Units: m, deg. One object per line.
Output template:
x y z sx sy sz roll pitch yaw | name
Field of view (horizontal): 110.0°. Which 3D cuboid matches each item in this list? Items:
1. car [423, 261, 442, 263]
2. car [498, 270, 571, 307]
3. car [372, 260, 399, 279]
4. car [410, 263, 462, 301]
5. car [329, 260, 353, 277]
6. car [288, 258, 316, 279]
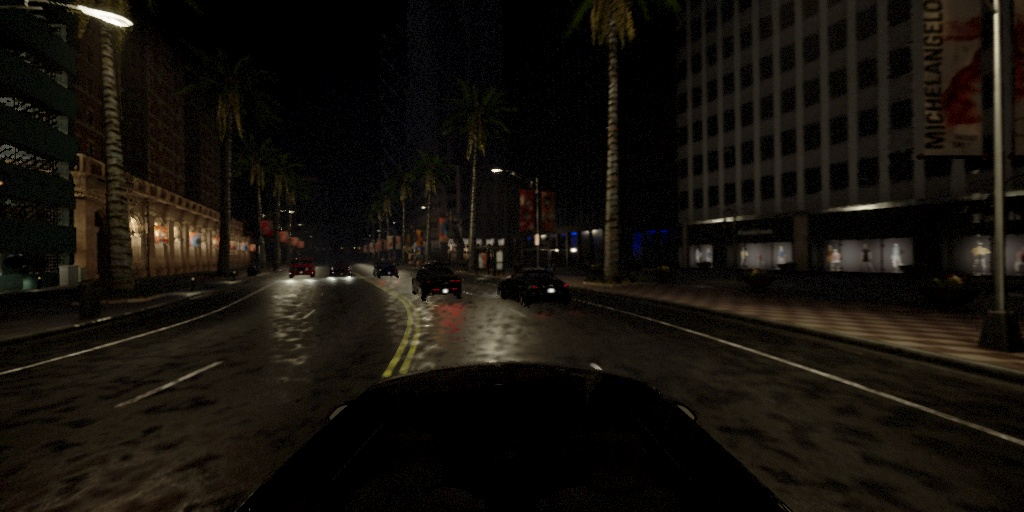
-6.686 1.300 31.592 1.837 1.490 4.892 -1 0 -27 | car
0.818 1.286 15.432 1.994 1.385 4.181 -1 0 -19 | car
-12.272 1.387 34.812 1.812 1.442 4.674 -1 0 -27 | car
-3.843 1.282 17.878 1.837 1.490 4.892 0 0 -23 | car
-18.492 1.286 38.736 2.097 1.767 4.553 -1 0 -27 | car
-21.253 1.190 36.452 2.150 2.045 5.566 -1 0 -28 | car
